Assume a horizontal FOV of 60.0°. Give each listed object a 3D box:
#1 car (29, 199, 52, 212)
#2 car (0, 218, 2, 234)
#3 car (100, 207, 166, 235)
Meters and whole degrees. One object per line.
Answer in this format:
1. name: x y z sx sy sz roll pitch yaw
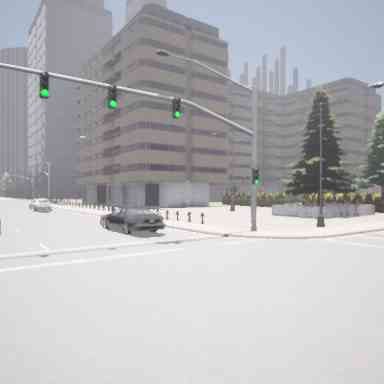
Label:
1. car: -18.059 1.545 39.616 1.812 1.442 4.674 0 0 -35
2. car: -11.962 1.602 18.741 1.895 1.301 4.718 0 0 -35
3. car: -3.524 1.554 19.075 2.033 1.411 5.357 0 0 -36
